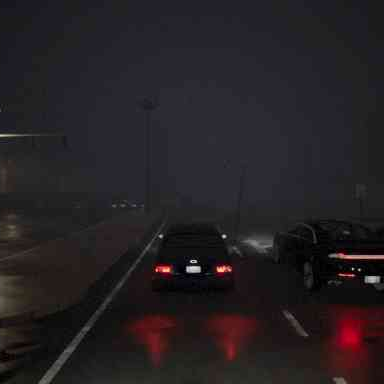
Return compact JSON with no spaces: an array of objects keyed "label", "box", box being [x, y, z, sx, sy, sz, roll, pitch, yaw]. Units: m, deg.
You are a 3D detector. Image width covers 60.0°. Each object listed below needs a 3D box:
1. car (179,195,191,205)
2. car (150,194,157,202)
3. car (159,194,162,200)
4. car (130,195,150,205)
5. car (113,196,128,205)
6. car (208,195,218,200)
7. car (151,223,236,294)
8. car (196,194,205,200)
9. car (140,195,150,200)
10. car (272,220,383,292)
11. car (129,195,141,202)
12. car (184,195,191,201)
[{"label":"car","box":[-1.213,1.563,58.437,1.994,1.385,4.181,0,0,0]},{"label":"car","box":[-9.193,1.500,74.422,1.837,1.490,4.892,0,0,0]},{"label":"car","box":[-9.174,1.307,89.778,2.097,1.767,4.553,0,0,0]},{"label":"car","box":[-9.282,1.525,59.491,1.812,1.442,4.674,0,0,0]},{"label":"car","box":[-12.779,1.504,59.539,1.837,1.490,4.892,0,0,0]},{"label":"car","box":[5.826,1.472,89.336,1.882,1.535,5.008,0,0,0]},{"label":"car","box":[0.019,1.547,8.953,2.033,1.411,5.357,0,0,0]},{"label":"car","box":[2.326,1.495,89.406,1.837,1.490,4.892,0,0,0]},{"label":"car","box":[-12.674,1.545,89.814,1.895,1.301,4.718,0,0,0]},{"label":"car","box":[3.518,1.491,8.901,2.128,1.511,4.902,0,0,0]},{"label":"car","box":[-12.693,1.524,74.558,1.812,1.442,4.674,0,0,0]},{"label":"car","box":[-1.174,1.534,89.329,2.033,1.411,5.357,0,0,0]}]
